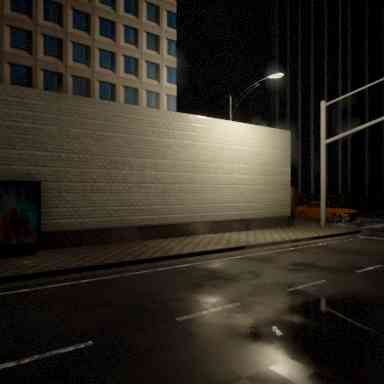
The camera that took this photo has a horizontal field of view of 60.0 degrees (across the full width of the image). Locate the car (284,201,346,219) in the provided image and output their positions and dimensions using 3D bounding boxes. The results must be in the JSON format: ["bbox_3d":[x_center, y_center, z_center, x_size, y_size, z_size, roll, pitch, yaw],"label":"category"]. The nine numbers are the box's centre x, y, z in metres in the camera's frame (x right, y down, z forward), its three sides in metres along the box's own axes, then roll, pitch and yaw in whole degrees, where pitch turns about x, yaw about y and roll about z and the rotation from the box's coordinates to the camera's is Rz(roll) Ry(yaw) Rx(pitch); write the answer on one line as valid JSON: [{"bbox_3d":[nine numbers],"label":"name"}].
[{"bbox_3d":[11.482,1.603,31.439,2.033,1.411,5.357,0,0,-36],"label":"car"}]

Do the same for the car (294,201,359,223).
[{"bbox_3d":[10.595,1.533,26.357,1.882,1.535,5.008,0,0,-32],"label":"car"}]
